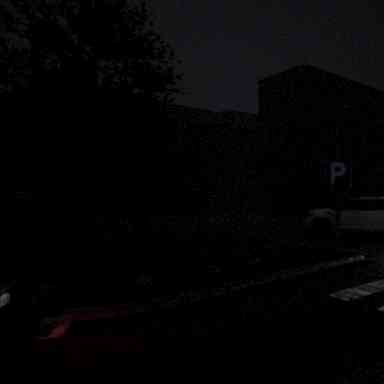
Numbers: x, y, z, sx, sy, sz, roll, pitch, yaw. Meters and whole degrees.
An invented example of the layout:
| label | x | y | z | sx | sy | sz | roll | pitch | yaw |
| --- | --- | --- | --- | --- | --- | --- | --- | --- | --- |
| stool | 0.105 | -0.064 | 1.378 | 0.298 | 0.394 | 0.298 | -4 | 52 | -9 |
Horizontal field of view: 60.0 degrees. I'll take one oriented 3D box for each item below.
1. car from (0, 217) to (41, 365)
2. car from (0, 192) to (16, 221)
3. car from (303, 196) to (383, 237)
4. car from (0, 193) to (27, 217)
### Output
| label | x | y | z | sx | sy | sz | roll | pitch | yaw |
| --- | --- | --- | --- | --- | --- | --- | --- | --- | --- |
| car | -4.324 | 1.269 | 3.777 | 4.553 | 1.767 | 2.097 | 1 | 0 | -3 |
| car | -15.539 | 1.012 | 22.821 | 2.435 | 2.045 | 5.566 | 1 | 0 | 34 |
| car | 8.475 | 1.234 | 16.454 | 5.566 | 2.045 | 2.435 | 0 | 0 | 35 |
| car | -12.048 | 1.053 | 18.084 | 2.435 | 2.045 | 5.566 | 1 | -1 | 34 |
